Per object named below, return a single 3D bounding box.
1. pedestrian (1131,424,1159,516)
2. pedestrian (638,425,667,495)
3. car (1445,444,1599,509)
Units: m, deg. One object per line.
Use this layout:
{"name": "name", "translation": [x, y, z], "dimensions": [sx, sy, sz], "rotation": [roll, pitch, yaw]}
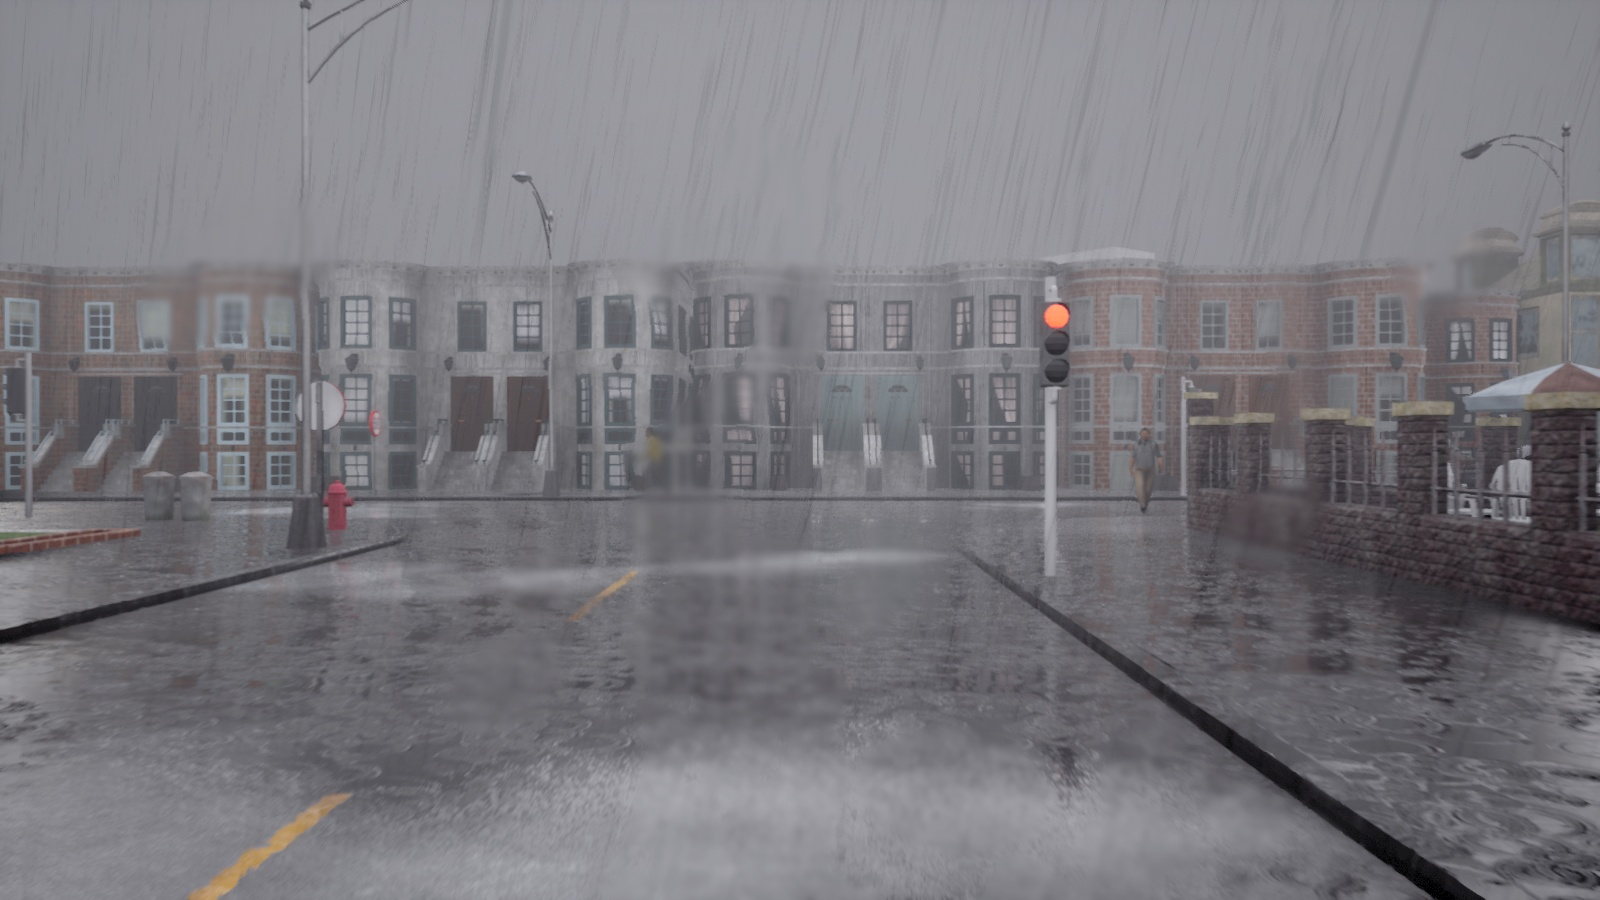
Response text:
{"name": "pedestrian", "translation": [7.078, 0.405, 25.754], "dimensions": [0.540, 1.848, 0.694], "rotation": [0, 0, 15]}
{"name": "pedestrian", "translation": [-3.944, 0.263, 33.632], "dimensions": [0.709, 1.840, 0.431], "rotation": [0, 0, 4]}
{"name": "car", "translation": [17.690, 0.606, 29.987], "dimensions": [3.633, 1.501, 1.845], "rotation": [0, 0, 0]}
